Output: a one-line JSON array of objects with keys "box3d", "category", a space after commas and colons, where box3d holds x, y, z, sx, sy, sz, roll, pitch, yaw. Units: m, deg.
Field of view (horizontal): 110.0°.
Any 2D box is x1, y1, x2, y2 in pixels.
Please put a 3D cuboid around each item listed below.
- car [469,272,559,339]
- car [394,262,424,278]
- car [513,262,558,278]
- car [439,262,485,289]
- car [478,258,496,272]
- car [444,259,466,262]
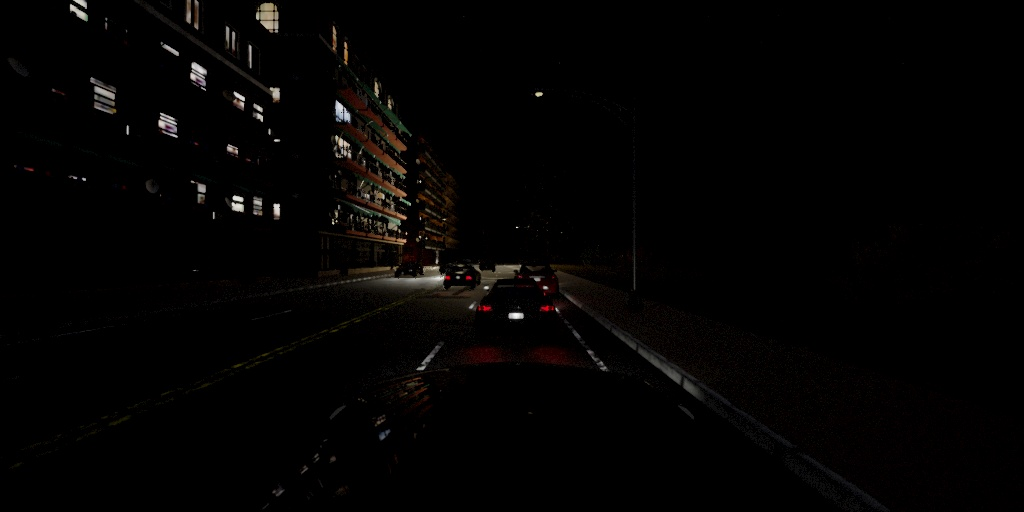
[{"box3d": [0.109, 1.316, 10.072, 1.994, 1.385, 4.181, 0, 0, 1], "category": "car"}, {"box3d": [-9.797, 1.280, 34.428, 1.812, 1.442, 4.674, 0, 0, 0], "category": "car"}, {"box3d": [1.166, 1.104, 18.651, 2.097, 1.767, 4.553, 0, 0, 0], "category": "car"}, {"box3d": [-3.110, 1.301, 23.118, 2.033, 1.411, 5.357, 0, 0, 0], "category": "car"}, {"box3d": [-3.077, 1.232, 45.699, 1.882, 1.535, 5.008, 0, -1, 1], "category": "car"}, {"box3d": [-6.540, 1.245, 38.260, 2.128, 1.511, 4.902, 0, 0, 0], "category": "car"}]
